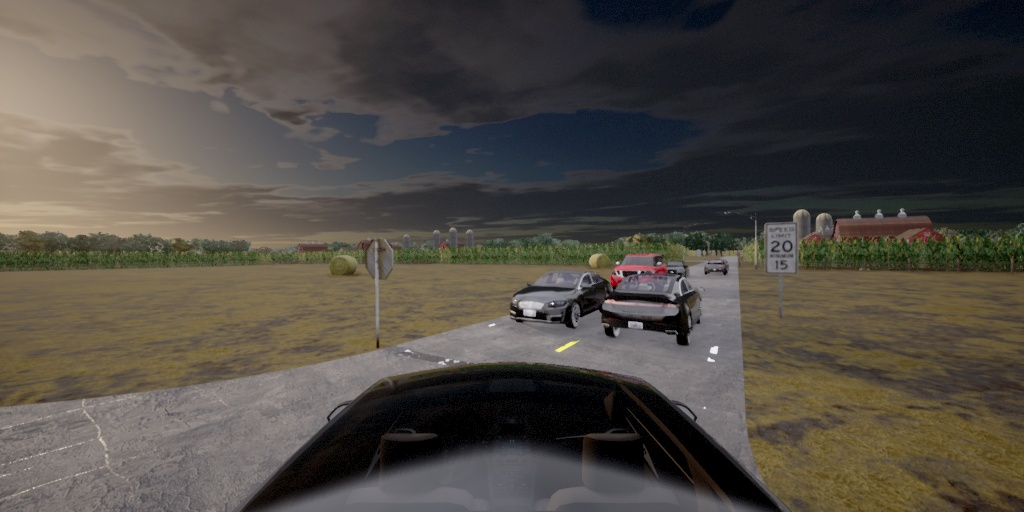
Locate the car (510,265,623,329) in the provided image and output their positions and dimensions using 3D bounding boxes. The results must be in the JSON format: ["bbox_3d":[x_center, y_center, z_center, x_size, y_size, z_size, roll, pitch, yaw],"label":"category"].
[{"bbox_3d":[1.736,1.205,11.397,2.128,1.511,4.902,0,0,31],"label":"car"}]

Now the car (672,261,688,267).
[{"bbox_3d":[14.384,1.172,31.576,1.994,1.385,4.181,0,0,32],"label":"car"}]

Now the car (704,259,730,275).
[{"bbox_3d":[20.325,1.071,35.627,2.128,1.511,4.902,0,0,33],"label":"car"}]

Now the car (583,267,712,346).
[{"bbox_3d":[3.852,1.211,9.488,2.128,1.511,4.902,0,0,32],"label":"car"}]

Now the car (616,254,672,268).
[{"bbox_3d":[7.396,0.889,20.488,2.150,2.045,5.566,0,0,32],"label":"car"}]
